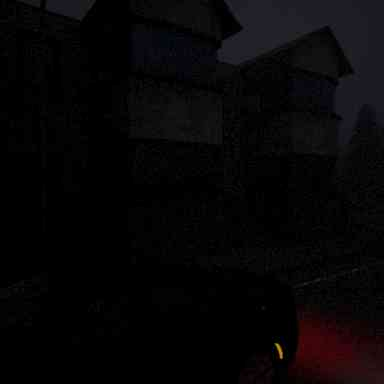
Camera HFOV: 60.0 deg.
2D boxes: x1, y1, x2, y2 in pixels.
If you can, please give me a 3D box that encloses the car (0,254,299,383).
[{"bbox_3d":[-1.078,1.470,3.213,5.008,1.535,1.882,-1,0,-36],"label":"car"}]
